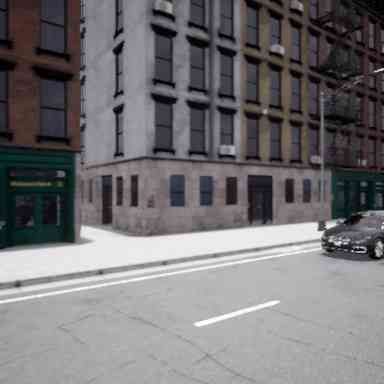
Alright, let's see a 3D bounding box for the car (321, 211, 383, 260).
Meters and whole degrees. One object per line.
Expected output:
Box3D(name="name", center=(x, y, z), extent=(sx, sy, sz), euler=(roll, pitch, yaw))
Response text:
Box3D(name="car", center=(6.852, 1.499, 12.549), extent=(4.892, 1.490, 1.837), euler=(0, 0, -35))
